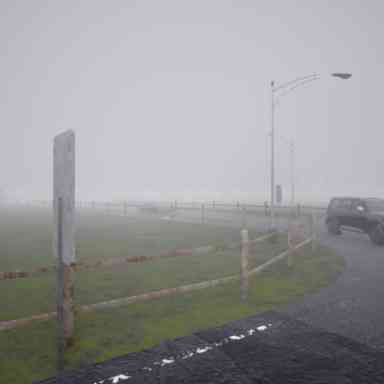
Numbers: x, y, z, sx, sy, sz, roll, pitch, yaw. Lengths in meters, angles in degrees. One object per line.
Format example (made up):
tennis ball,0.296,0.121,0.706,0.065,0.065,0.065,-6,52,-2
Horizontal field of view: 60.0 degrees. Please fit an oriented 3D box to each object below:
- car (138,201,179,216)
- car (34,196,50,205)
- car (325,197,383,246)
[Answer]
car,-3.530,1.685,34.330,2.033,1.411,5.357,0,0,-39
car,-29.872,1.648,66.311,2.097,1.767,4.553,0,0,-39
car,8.487,1.253,15.766,2.150,2.045,5.566,1,-1,-7
